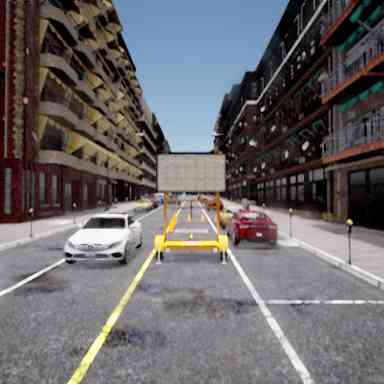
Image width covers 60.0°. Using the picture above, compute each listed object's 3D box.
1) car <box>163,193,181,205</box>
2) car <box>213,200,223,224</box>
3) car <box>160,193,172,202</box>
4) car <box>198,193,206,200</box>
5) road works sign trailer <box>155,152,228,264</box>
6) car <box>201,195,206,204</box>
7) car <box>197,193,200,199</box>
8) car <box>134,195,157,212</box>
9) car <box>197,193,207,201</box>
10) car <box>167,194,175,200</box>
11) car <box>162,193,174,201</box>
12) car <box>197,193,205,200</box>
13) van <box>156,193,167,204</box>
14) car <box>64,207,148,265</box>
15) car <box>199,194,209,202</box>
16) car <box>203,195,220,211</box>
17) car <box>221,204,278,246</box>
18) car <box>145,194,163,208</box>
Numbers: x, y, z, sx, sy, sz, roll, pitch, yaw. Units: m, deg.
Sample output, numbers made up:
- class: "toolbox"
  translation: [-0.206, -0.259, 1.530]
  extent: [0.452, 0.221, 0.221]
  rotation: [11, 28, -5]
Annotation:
- class: "car"
  translation: [-2.914, 1.180, 52.824]
  extent: [2.097, 1.767, 4.553]
  rotation: [0, 0, 0]
- class: "car"
  translation: [2.555, 1.441, 20.592]
  extent: [1.752, 1.417, 4.829]
  rotation: [1, 0, 0]
- class: "car"
  translation: [-5.398, 1.119, 70.246]
  extent: [2.192, 1.841, 5.009]
  rotation: [1, 0, 0]
- class: "car"
  translation: [2.494, 1.362, 59.136]
  extent: [1.887, 1.381, 4.507]
  rotation: [1, 0, 0]
- class: "road works sign trailer"
  translation: [-0.017, 0.413, 11.547]
  extent: [2.380, 3.560, 2.880]
  rotation: [0, 0, 0]
- class: "car"
  translation: [2.520, 1.402, 42.544]
  extent: [2.008, 1.369, 4.403]
  rotation: [1, 0, 0]
- class: "car"
  translation: [2.486, 1.355, 64.666]
  extent: [1.887, 1.381, 4.507]
  rotation: [1, 0, 0]
- class: "car"
  translation: [-5.351, 1.392, 36.893]
  extent: [1.752, 1.417, 4.829]
  rotation: [2, 0, 0]
- class: "car"
  translation: [2.431, 1.110, 81.259]
  extent: [2.192, 1.841, 5.009]
  rotation: [1, 0, 0]
- class: "car"
  translation: [-5.430, 1.359, 86.838]
  extent: [1.947, 1.339, 4.313]
  rotation: [1, 0, 0]
- class: "car"
  translation: [-5.406, 1.114, 75.775]
  extent: [2.192, 1.841, 5.009]
  rotation: [1, 0, 0]
- class: "car"
  translation: [2.410, 1.233, 92.323]
  extent: [1.967, 1.590, 4.097]
  rotation: [1, 0, 0]
- class: "van"
  translation: [-5.381, 1.158, 59.185]
  extent: [1.690, 1.788, 3.998]
  rotation: [1, 0, 0]
- class: "car"
  translation: [-2.864, 1.474, 11.675]
  extent: [1.812, 1.442, 4.674]
  rotation: [0, 0, 0]
- class: "car"
  translation: [2.487, 1.244, 70.198]
  extent: [1.967, 1.590, 4.097]
  rotation: [1, 0, 0]
- class: "car"
  translation: [2.529, 1.411, 37.012]
  extent: [1.887, 1.381, 4.507]
  rotation: [1, 0, 0]
- class: "car"
  translation: [2.563, 1.482, 14.890]
  extent: [1.887, 1.381, 4.507]
  rotation: [1, 0, 0]
- class: "car"
  translation: [-5.354, 1.166, 42.594]
  extent: [2.192, 1.841, 5.009]
  rotation: [2, 0, 0]
